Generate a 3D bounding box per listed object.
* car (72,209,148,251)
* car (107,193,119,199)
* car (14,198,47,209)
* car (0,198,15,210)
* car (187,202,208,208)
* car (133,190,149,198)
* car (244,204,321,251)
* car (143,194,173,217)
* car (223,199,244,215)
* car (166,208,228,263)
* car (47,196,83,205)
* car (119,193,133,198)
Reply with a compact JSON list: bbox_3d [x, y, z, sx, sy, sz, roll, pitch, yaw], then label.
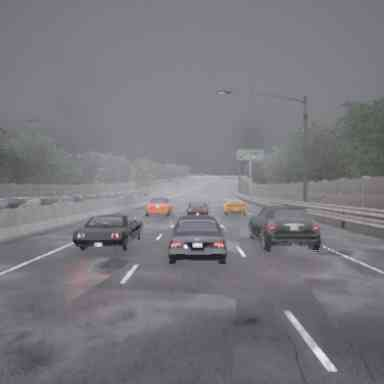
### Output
[{"bbox_3d":[-3.288,1.573,14.014,1.895,1.301,4.718,0,0,1],"label":"car"},{"bbox_3d":[-18.345,0.900,78.028,2.033,1.411,5.357,0,1,4],"label":"car"},{"bbox_3d":[-16.974,1.444,36.411,1.812,1.442,4.674,0,0,2],"label":"car"},{"bbox_3d":[-20.446,1.405,37.128,2.128,1.511,4.902,0,0,2],"label":"car"},{"bbox_3d":[0.537,1.546,30.065,1.895,1.301,4.718,0,0,2],"label":"car"},{"bbox_3d":[-11.363,0.597,77.520,2.150,2.045,5.566,0,1,4],"label":"car"},{"bbox_3d":[3.721,1.327,14.120,2.097,1.767,4.553,0,0,1],"label":"car"},{"bbox_3d":[-2.930,1.292,31.133,2.097,1.767,4.553,0,0,2],"label":"car"},{"bbox_3d":[4.122,1.420,32.967,1.882,1.535,5.008,0,0,2],"label":"car"},{"bbox_3d":[0.183,1.526,11.792,2.033,1.411,5.357,0,0,1],"label":"car"},{"bbox_3d":[-13.467,1.274,36.401,2.097,1.767,4.553,0,0,2],"label":"car"},{"bbox_3d":[-14.853,0.918,77.793,1.994,1.385,4.181,0,1,4],"label":"car"}]
